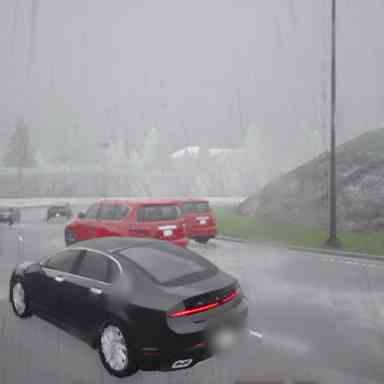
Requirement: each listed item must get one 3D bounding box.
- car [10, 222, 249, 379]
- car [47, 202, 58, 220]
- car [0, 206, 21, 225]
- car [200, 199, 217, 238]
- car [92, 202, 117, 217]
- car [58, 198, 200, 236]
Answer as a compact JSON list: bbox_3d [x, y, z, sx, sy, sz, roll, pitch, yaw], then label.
[{"bbox_3d":[-1.395,1.531,5.654,4.892,1.490,1.837,0,0,41],"label":"car"},{"bbox_3d":[-11.454,1.606,29.221,1.837,1.490,4.892,0,0,-14],"label":"car"},{"bbox_3d":[-13.619,1.663,24.002,1.895,1.301,4.718,0,0,-20],"label":"car"},{"bbox_3d":[-1.225,1.303,15.568,2.150,2.045,5.566,0,0,-39],"label":"car"},{"bbox_3d":[-8.714,1.702,33.518,1.994,1.385,4.181,0,0,-9],"label":"car"},{"bbox_3d":[-2.484,1.274,11.613,2.150,2.045,5.566,0,0,-42],"label":"car"}]
